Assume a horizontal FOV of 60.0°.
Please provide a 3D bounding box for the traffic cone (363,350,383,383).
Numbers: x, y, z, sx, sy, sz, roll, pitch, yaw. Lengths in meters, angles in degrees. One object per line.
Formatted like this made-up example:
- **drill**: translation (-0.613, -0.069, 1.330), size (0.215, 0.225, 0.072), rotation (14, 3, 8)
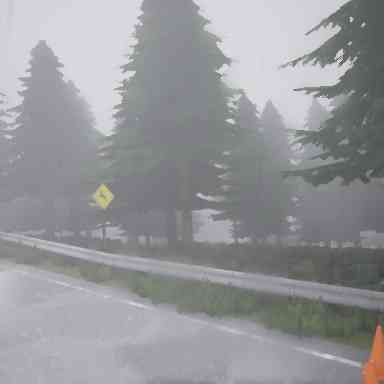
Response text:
- **traffic cone**: translation (1.778, 1.956, 3.283), size (0.340, 0.580, 0.340), rotation (0, 0, 34)

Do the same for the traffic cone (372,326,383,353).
- **traffic cone**: translation (2.323, 1.956, 4.118), size (0.340, 0.580, 0.340), rotation (0, 0, 34)
